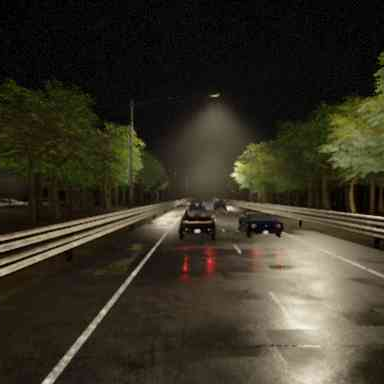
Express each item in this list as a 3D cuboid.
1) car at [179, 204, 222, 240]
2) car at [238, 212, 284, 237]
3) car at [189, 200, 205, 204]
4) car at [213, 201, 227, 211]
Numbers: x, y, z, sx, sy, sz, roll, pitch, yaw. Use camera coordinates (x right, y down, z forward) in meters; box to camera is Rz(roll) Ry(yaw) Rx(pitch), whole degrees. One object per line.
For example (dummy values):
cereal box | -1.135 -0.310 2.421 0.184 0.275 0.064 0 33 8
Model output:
car | 0.303 1.672 18.309 2.128 1.511 4.902 0 0 1
car | 3.815 1.802 19.243 1.895 1.301 4.718 0 -1 1
car | 0.681 1.816 45.582 2.097 1.767 4.553 0 -1 1
car | 4.252 2.060 50.907 1.812 1.442 4.674 0 -1 1
